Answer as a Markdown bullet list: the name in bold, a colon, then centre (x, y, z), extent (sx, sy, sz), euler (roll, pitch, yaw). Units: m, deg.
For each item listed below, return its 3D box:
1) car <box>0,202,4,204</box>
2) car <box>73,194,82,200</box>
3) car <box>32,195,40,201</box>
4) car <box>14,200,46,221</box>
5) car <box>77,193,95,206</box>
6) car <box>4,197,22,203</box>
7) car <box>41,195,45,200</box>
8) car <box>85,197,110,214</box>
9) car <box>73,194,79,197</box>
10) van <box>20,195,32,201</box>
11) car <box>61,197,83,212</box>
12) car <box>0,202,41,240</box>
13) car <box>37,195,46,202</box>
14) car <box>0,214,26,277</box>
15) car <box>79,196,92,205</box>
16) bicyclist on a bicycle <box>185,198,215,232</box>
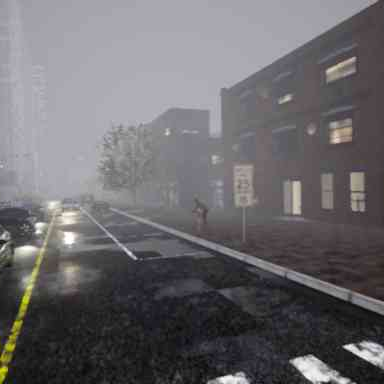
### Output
- **car**: centre (-13.249, 1.501, 20.142), extent (2.192, 1.841, 5.009), euler (-3, 1, -21)
- **car**: centre (-29.612, 1.331, 85.802), extent (1.947, 1.339, 4.313), euler (-3, 1, -21)
- **car**: centre (-25.426, 1.422, 51.818), extent (2.192, 1.841, 5.009), euler (-3, 1, -21)
- **car**: centre (-12.941, 1.650, 26.869), extent (1.994, 1.385, 4.181), euler (-2, 1, -21)
- **car**: centre (-15.612, 1.168, 49.678), extent (2.192, 1.841, 5.009), euler (-3, 1, -21)
- **car**: centre (-17.163, 1.599, 30.497), extent (1.967, 1.590, 4.097), euler (-3, 1, -21)
- **car**: centre (-31.422, 1.614, 67.303), extent (1.887, 1.381, 4.507), euler (-3, 1, -21)
- **car**: centre (-9.321, 1.442, 33.521), extent (2.008, 1.369, 4.403), euler (-3, 1, -21)
- **car**: centre (-17.620, 1.466, 47.487), extent (1.812, 1.442, 4.674), euler (-2, 1, -21)
- **van**: centre (-21.422, 1.473, 41.499), extent (1.690, 1.788, 3.998), euler (-3, 1, -21)
- **car**: centre (-13.909, 1.563, 38.069), extent (1.895, 1.301, 4.718), euler (-2, 1, -21)
- **car**: centre (-9.327, 1.585, 17.535), extent (1.882, 1.535, 5.008), euler (-2, 1, -21)
- **car**: centre (-37.366, 1.558, 82.625), extent (1.752, 1.417, 4.829), euler (-3, 1, -21)
- **car**: centre (-5.914, 1.620, 8.720), extent (2.128, 1.511, 4.902), euler (-2, 1, -21)
- **car**: centre (-17.666, 1.365, 55.000), extent (1.752, 1.417, 4.829), euler (-3, 1, -21)
- **bicyclist on a bicycle**: centre (0.390, 1.141, 16.581), extent (1.656, 1.620, 0.582), euler (-2, 1, -21)
